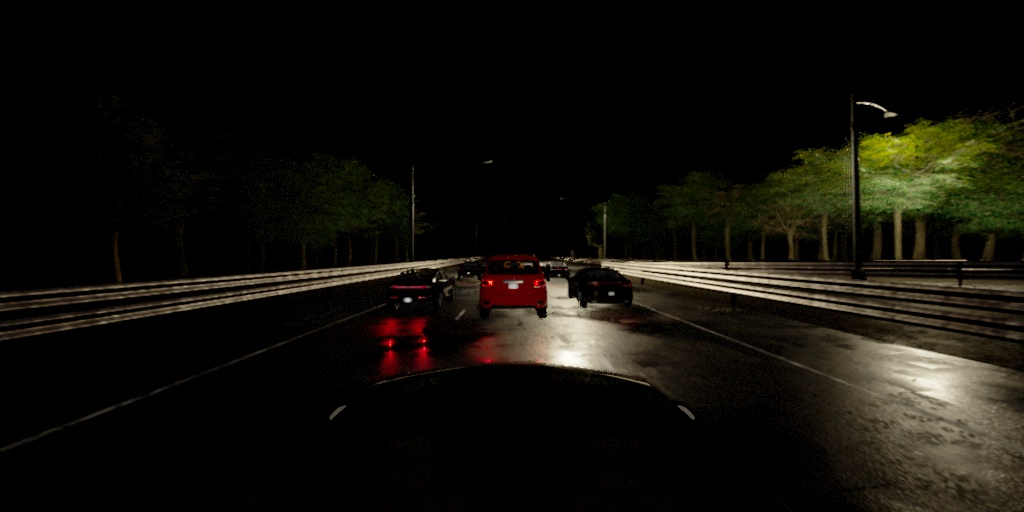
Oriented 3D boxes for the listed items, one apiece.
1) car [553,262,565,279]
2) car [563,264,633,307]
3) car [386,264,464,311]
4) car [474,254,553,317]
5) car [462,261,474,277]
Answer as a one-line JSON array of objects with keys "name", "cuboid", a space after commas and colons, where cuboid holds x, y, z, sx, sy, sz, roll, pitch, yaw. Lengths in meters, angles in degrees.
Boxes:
[{"name": "car", "cuboid": [3.566, 1.204, 29.319, 2.128, 1.511, 4.902, 0, 0, 0]}, {"name": "car", "cuboid": [3.571, 1.222, 15.298, 1.882, 1.535, 5.008, 0, -1, 0]}, {"name": "car", "cuboid": [-3.432, 1.237, 14.274, 2.128, 1.511, 4.902, 0, 0, 0]}, {"name": "car", "cuboid": [0.062, 0.969, 13.263, 2.150, 2.045, 5.566, 0, 0, 0]}, {"name": "car", "cuboid": [-3.424, 1.182, 30.815, 1.882, 1.535, 5.008, 0, 0, 0]}]
